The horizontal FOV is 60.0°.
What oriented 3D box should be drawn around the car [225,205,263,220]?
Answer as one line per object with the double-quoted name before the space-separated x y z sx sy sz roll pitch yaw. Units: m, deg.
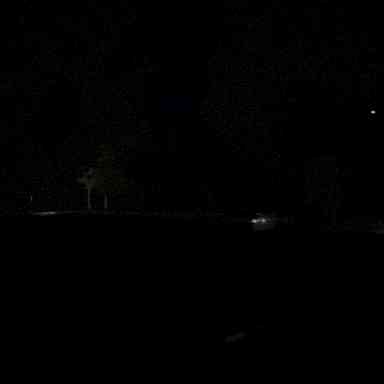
"car" 5.317 2.058 34.326 1.994 1.385 4.181 -1 -1 -36
